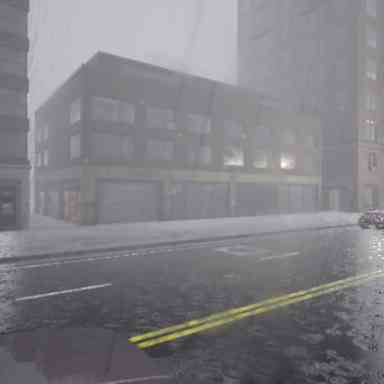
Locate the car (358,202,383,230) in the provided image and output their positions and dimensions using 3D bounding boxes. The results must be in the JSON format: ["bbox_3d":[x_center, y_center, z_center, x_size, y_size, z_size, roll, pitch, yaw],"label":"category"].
[{"bbox_3d":[12.173,1.406,20.344,4.553,1.767,2.097,0,0,-35],"label":"car"}]

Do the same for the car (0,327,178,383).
[{"bbox_3d":[-2.525,1.545,1.635,5.357,1.411,2.033,0,0,-35],"label":"car"}]
